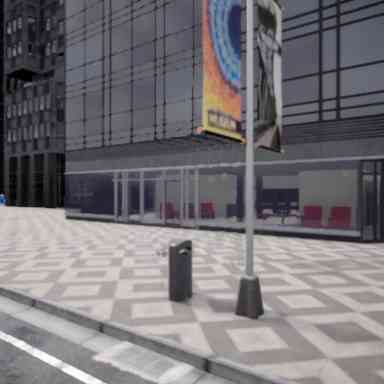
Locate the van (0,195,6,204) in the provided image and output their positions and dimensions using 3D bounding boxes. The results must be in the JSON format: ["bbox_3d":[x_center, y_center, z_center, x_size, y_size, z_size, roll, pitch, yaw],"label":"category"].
[{"bbox_3d":[-33.822,1.344,58.609,1.690,1.788,3.998,0,0,35],"label":"van"}]
